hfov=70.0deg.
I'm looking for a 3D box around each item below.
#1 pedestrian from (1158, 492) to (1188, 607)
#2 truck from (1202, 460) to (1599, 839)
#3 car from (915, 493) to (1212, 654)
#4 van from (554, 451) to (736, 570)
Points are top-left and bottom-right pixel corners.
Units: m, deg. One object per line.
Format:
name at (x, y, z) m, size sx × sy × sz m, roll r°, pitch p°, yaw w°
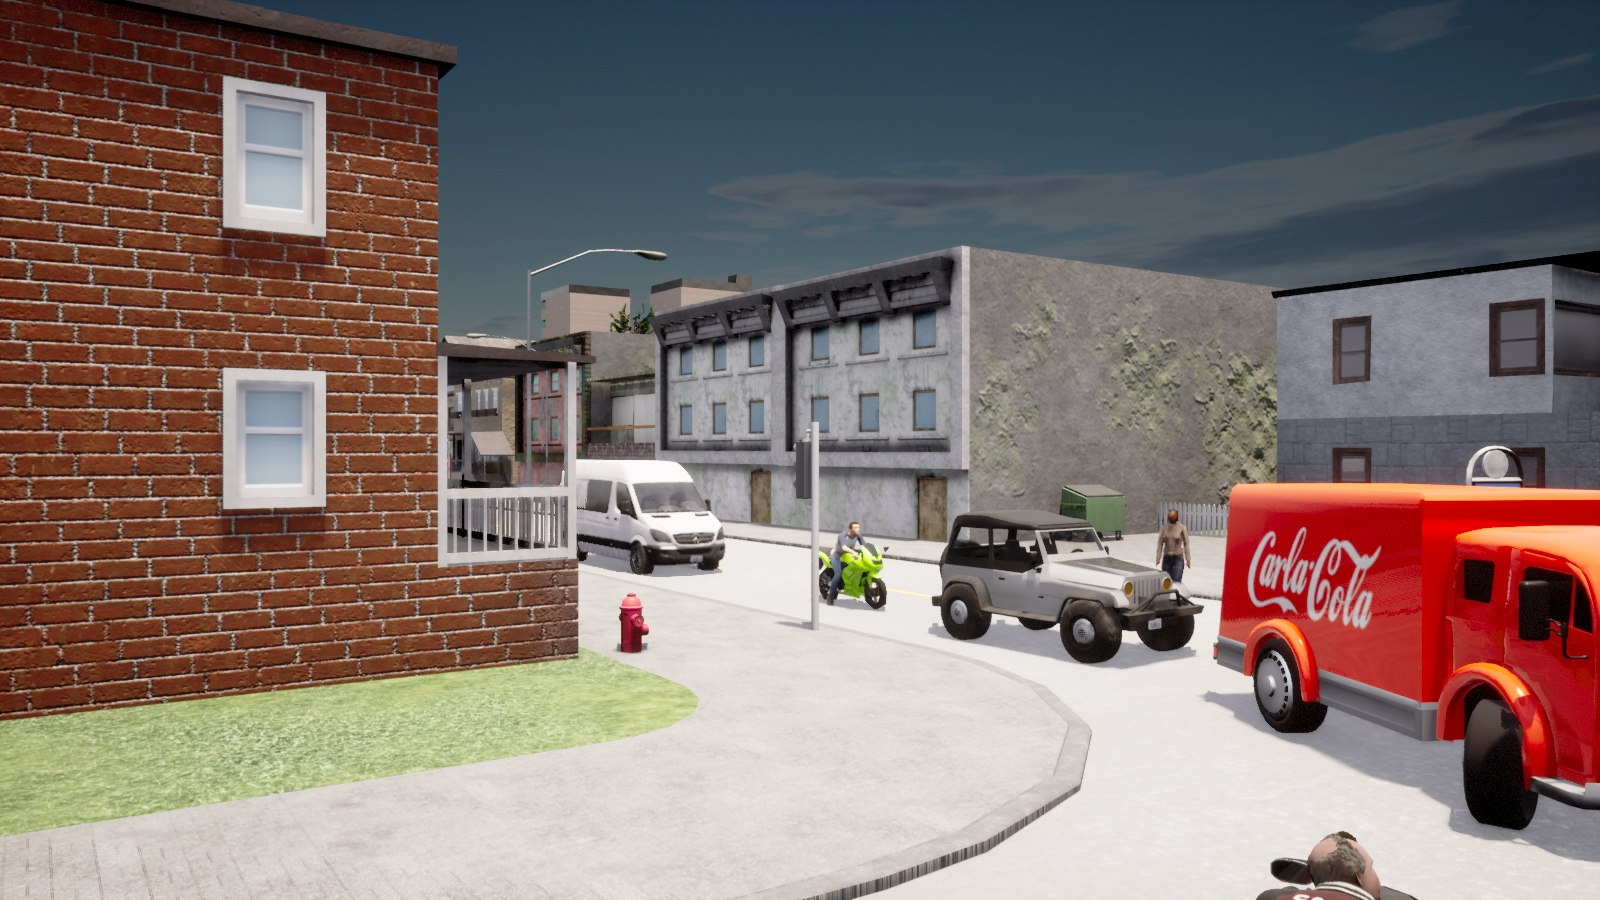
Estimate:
pedestrian at (6.165, 1.628, 18.871) m, size 0.375 × 1.860 × 0.375 m, roll 0°, pitch 0°, yaw 36°
truck at (6.067, 1.348, 10.307) m, size 2.627 × 2.467 × 5.204 m, roll 0°, pitch 0°, yaw -6°
car at (3.680, 1.637, 16.521) m, size 1.905 × 1.878 × 3.866 m, roll 0°, pitch 0°, yaw -36°
van at (-3.917, 1.314, 27.762) m, size 1.988 × 2.561 × 5.915 m, roll 0°, pitch 0°, yaw -34°
